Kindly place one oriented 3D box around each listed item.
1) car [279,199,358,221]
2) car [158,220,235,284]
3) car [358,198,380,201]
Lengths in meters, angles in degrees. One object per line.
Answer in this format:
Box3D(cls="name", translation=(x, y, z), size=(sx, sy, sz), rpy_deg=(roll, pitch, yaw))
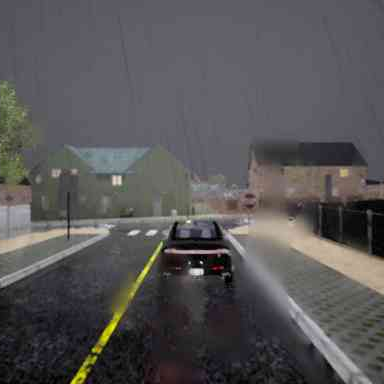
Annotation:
Box3D(cls="car", translation=(8.918, 1.298, 24.318), size=(4.902, 1.511, 2.128), rpy_deg=(-2, -1, -1))
Box3D(cls="car", translation=(0.103, 1.572, 9.775), size=(2.128, 1.511, 4.902), rpy_deg=(0, 0, 0))
Box3D(cls="car", translation=(13.914, 1.218, 27.037), size=(5.357, 1.411, 2.033), rpy_deg=(-2, -1, 0))
